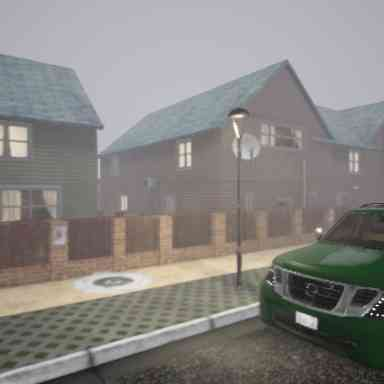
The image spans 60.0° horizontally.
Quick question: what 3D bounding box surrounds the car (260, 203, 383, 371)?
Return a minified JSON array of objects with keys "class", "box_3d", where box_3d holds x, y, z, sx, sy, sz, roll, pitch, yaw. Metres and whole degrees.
[{"class":"car","box_3d":[3.644,1.222,5.663,5.566,2.045,2.150,0,0,-35]}]
